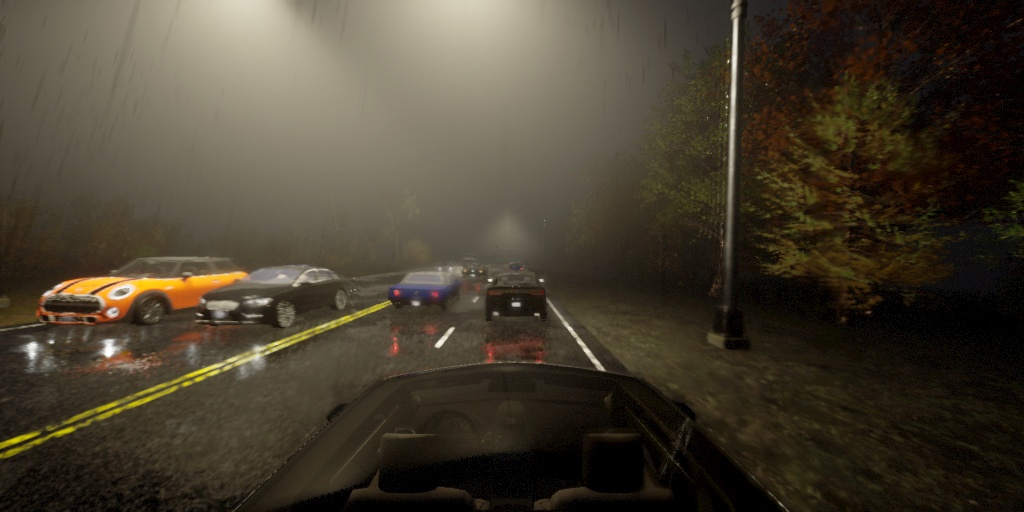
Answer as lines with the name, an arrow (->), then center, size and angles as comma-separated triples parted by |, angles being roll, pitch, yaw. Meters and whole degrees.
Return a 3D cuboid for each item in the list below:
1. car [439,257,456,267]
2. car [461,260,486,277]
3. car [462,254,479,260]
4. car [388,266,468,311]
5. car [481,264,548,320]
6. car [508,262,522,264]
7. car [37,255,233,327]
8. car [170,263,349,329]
car -> -9.459, 0.881, 52.811 | 1.837, 1.490, 4.892 | 2, 0, 1
car -> -3.011, 1.234, 30.386 | 1.895, 1.301, 4.718 | 2, 0, 0
car -> -6.189, 0.698, 53.550 | 2.150, 2.045, 5.566 | 2, 0, 1
car -> -3.100, 1.259, 13.932 | 1.895, 1.301, 4.718 | 2, 0, 0
car -> 0.142, 1.225, 12.599 | 1.882, 1.535, 5.008 | 0, 0, 0
car -> 0.260, 1.248, 32.853 | 1.812, 1.442, 4.674 | 1, 0, 0
car -> -9.799, 0.804, 10.164 | 2.097, 1.767, 4.553 | 2, 0, 0
car -> -6.555, 1.046, 10.503 | 2.128, 1.511, 4.902 | 2, 0, 0
